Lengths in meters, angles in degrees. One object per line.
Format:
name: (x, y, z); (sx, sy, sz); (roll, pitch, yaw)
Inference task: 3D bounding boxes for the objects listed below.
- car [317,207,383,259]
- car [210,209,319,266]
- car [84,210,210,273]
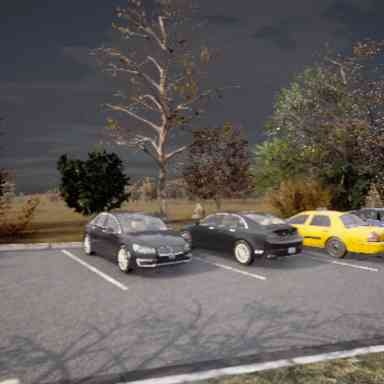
car: (4.544, 1.348, 12.260); (1.946, 1.575, 5.366); (0, 0, -35)
car: (1.383, 1.350, 11.216); (2.231, 1.521, 4.892); (0, 0, -35)
car: (-1.896, 1.346, 10.337); (2.231, 1.521, 4.892); (0, 0, -35)
